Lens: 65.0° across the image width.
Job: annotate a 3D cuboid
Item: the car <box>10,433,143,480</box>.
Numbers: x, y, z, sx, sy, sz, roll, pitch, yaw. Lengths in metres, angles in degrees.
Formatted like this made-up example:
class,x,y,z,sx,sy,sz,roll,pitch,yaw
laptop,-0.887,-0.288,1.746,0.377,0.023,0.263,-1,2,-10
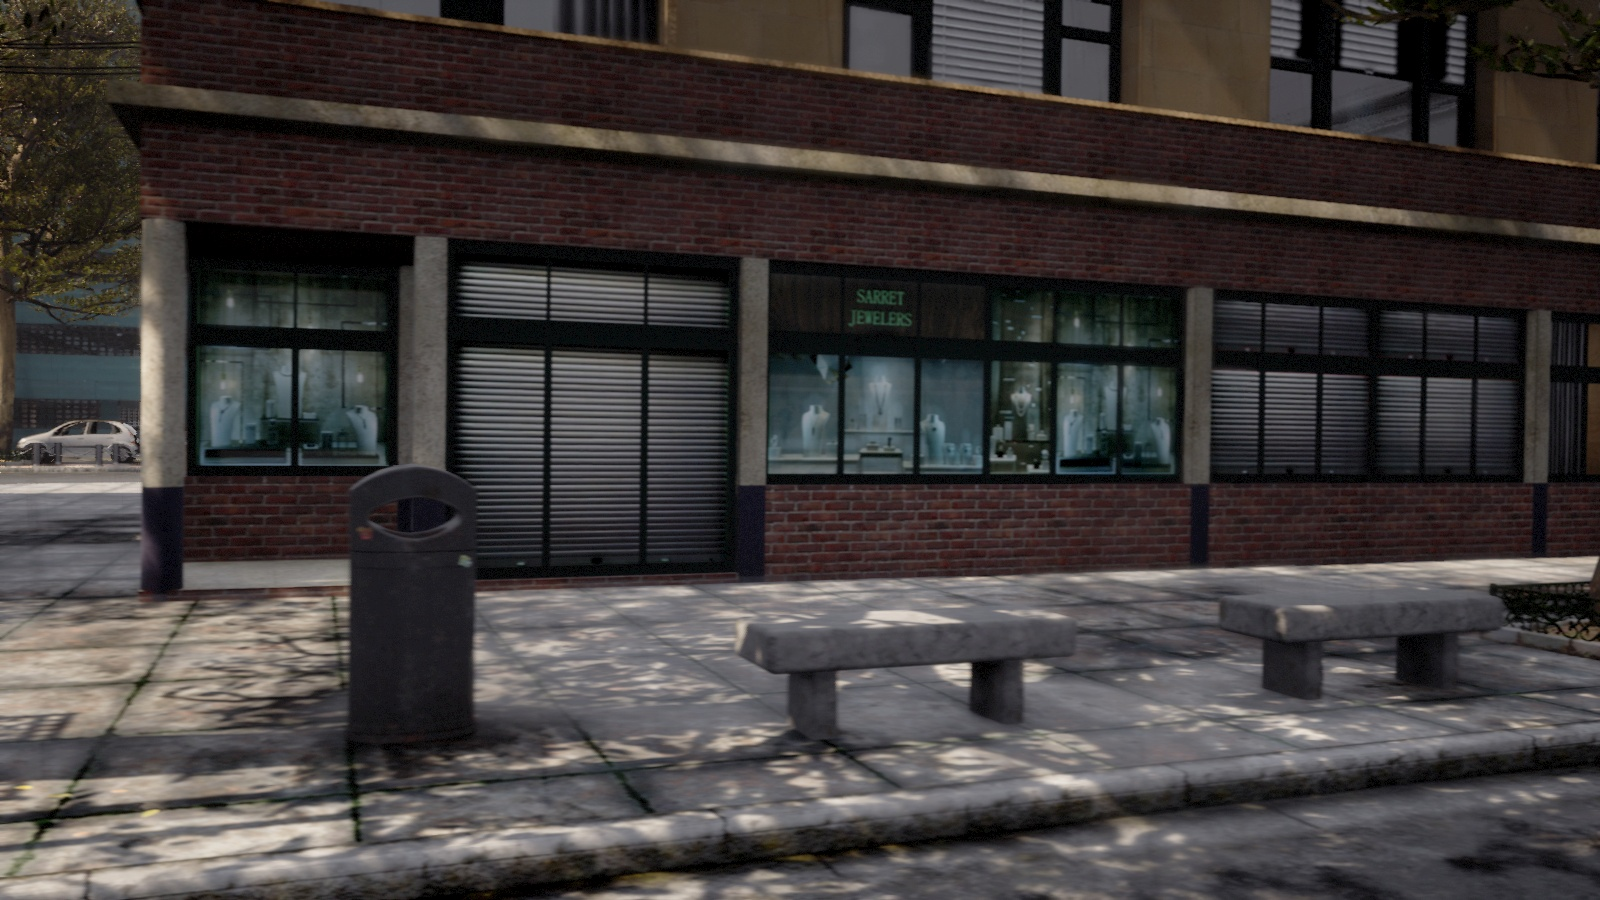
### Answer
class,x,y,z,sx,sy,sz,roll,pitch,yaw
car,-26.474,0.204,46.088,3.988,1.617,1.851,-1,1,-21
